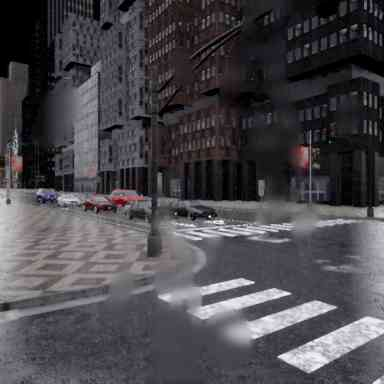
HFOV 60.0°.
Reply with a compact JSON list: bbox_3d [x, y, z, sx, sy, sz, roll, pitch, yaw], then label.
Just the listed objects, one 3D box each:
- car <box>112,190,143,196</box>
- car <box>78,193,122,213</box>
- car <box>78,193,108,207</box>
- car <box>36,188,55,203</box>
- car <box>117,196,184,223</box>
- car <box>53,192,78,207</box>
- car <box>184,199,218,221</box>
[{"bbox_3d":[-6.383,0.807,33.327,2.150,2.045,5.566,0,1,-36],"label":"car"},{"bbox_3d":[-8.631,1.077,30.892,1.882,1.535,5.008,0,1,-36],"label":"car"},{"bbox_3d":[-12.500,0.925,41.767,2.128,1.511,4.902,0,1,-36],"label":"car"},{"bbox_3d":[-20.647,0.519,47.531,2.150,2.045,5.566,0,1,-36],"label":"car"},{"bbox_3d":[-3.032,1.281,23.209,2.033,1.411,5.357,0,1,-35],"label":"car"},{"bbox_3d":[-14.429,0.982,38.867,1.812,1.442,4.674,0,1,-35],"label":"car"},{"bbox_3d":[-0.427,1.277,25.067,2.033,1.411,5.357,0,1,-39],"label":"car"}]
